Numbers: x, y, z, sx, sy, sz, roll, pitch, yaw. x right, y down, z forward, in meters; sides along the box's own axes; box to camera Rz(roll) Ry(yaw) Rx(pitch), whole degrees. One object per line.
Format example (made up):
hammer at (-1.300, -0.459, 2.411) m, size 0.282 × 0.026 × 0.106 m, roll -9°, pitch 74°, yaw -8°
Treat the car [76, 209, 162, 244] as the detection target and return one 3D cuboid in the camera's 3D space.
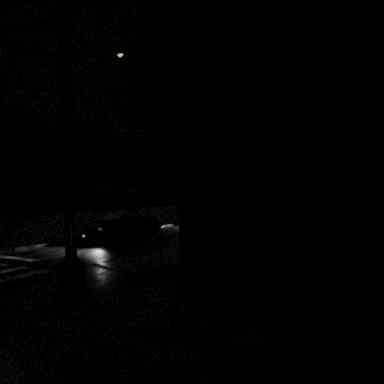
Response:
car at (-3.390, 1.576, 16.258) m, size 1.812 × 1.442 × 4.674 m, roll -4°, pitch -1°, yaw 34°
